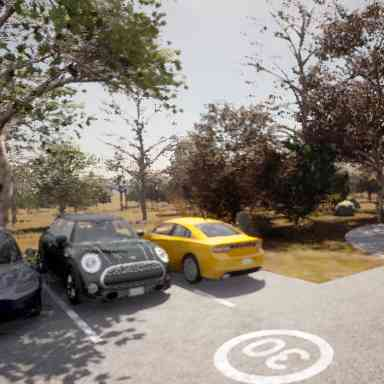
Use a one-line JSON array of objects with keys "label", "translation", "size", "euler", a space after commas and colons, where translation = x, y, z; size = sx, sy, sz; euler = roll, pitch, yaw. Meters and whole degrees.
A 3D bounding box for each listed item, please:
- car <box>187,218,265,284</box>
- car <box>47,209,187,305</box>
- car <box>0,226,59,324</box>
[{"label": "car", "translation": [-0.108, 1.515, 9.976], "size": [2.097, 1.535, 5.008], "euler": [0, 0, -35]}, {"label": "car", "translation": [-2.385, 1.373, 8.397], "size": [2.185, 1.767, 4.553], "euler": [0, 0, -35]}, {"label": "car", "translation": [-4.504, 1.511, 6.811], "size": [2.163, 1.488, 4.792], "euler": [0, 0, -35]}]
